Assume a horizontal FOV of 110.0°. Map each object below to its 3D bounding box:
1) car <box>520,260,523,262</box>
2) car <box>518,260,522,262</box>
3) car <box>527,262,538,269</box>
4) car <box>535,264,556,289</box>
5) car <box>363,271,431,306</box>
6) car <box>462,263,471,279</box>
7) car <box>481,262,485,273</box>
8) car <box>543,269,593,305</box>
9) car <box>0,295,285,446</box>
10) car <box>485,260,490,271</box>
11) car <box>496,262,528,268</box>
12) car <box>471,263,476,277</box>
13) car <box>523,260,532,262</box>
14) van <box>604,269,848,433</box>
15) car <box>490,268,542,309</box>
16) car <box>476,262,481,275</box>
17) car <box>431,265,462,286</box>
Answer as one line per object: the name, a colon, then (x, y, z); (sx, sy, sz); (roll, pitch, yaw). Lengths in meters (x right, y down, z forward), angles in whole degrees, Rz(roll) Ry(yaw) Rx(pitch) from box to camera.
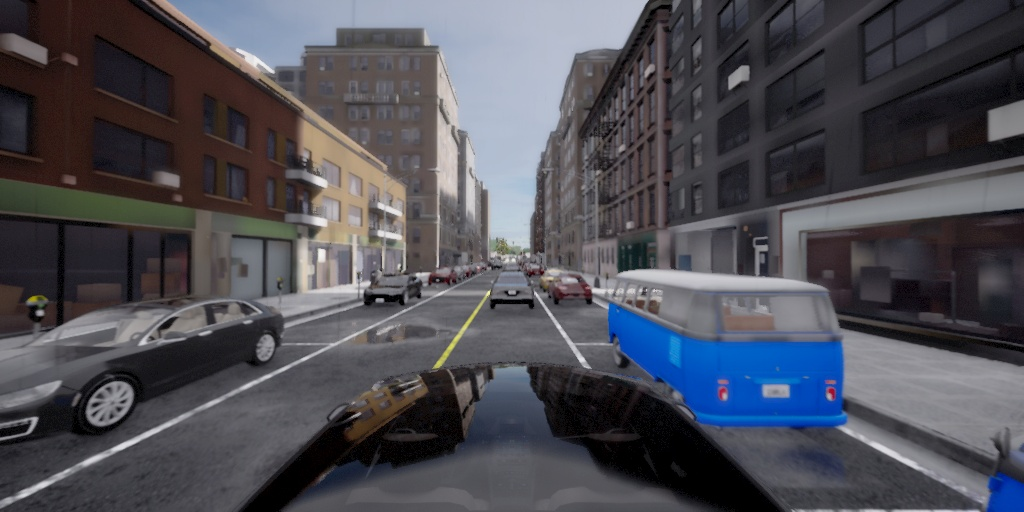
car: (2.653, 1.817, 56.559); (2.007, 1.370, 4.403); (0, 0, 0)
car: (2.655, 1.634, 62.241); (2.192, 1.841, 5.009); (0, 0, 0)
car: (2.649, 1.652, 39.512); (1.888, 1.381, 4.507); (0, 0, 0)
car: (2.644, 1.472, 22.636); (1.751, 1.417, 4.829); (0, 0, 0)
car: (-5.383, 1.458, 16.786); (1.948, 1.339, 4.313); (0, 0, 0)
car: (-5.378, 1.604, 33.832); (2.007, 1.370, 4.403); (0, 0, 0)
car: (-5.373, 1.653, 50.879); (1.967, 1.591, 4.097); (0, 0, 0)
car: (2.642, 1.475, 16.784); (1.802, 1.307, 4.207); (0, 0, 0)
car: (-5.386, 1.335, 5.422); (2.007, 1.370, 4.403); (0, 0, 0)
car: (-5.370, 1.759, 62.242); (1.967, 1.591, 4.097); (0, 0, 0)
car: (0.014, 1.521, 31.141); (2.128, 1.511, 4.902); (0, 0, 0)
car: (-5.377, 1.652, 39.515); (1.888, 1.381, 4.507); (0, 0, 0)
car: (2.650, 1.600, 45.195); (1.967, 1.591, 4.097); (0, 0, 0)
van: (2.639, 1.126, 5.420); (1.690, 1.789, 3.998); (0, 0, 0)
car: (0.005, 1.431, 15.844); (2.033, 1.411, 5.357); (0, -1, 0)
car: (-5.375, 1.726, 45.197); (1.948, 1.339, 4.313); (0, 0, 0)
car: (-5.380, 1.545, 28.150); (1.888, 1.381, 4.507); (0, 0, 0)
